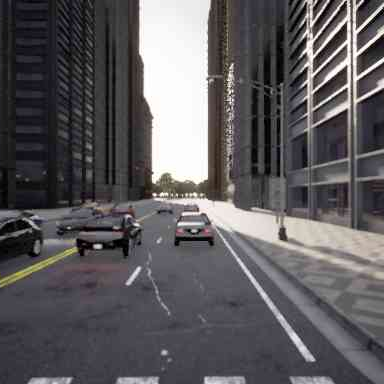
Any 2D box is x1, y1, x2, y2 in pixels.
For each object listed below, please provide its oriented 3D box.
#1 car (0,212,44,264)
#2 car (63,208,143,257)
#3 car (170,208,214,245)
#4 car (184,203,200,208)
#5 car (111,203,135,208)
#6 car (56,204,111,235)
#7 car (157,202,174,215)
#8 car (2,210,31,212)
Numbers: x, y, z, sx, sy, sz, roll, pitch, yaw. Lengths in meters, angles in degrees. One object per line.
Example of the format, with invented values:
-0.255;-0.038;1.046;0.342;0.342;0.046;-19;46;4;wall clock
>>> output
-6.596;1.622;10.889;1.837;1.490;4.892;0;-1;0;car
-3.153;1.636;13.557;2.128;1.511;4.902;0;-1;0;car
0.096;1.724;16.631;2.033;1.411;5.357;0;-1;0;car
-0.004;2.013;41.738;1.994;1.385;4.181;0;-1;0;car
-6.591;1.816;31.523;1.882;1.535;5.008;0;0;0;car
-6.599;1.721;20.297;1.837;1.490;4.892;0;0;0;car
-3.258;1.987;40.839;2.033;1.411;5.357;0;-1;0;car
-9.840;1.722;18.297;1.812;1.442;4.674;0;-1;0;car
